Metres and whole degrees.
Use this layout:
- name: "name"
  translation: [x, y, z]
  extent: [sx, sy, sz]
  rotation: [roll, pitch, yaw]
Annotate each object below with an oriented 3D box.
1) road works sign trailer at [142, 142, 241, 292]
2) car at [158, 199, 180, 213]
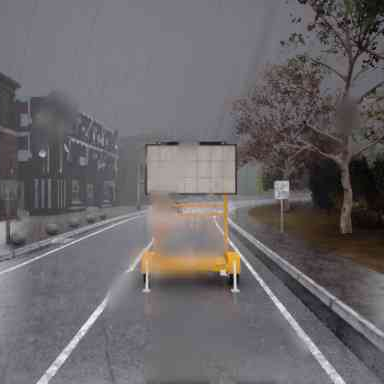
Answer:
- name: "road works sign trailer"
  translation: [-0.021, 0.467, 8.899]
  extent: [2.380, 3.560, 2.880]
  rotation: [0, 0, 0]
- name: "car"
  translation: [-2.514, 1.504, 36.175]
  extent: [2.128, 1.511, 4.902]
  rotation: [0, 0, 6]
